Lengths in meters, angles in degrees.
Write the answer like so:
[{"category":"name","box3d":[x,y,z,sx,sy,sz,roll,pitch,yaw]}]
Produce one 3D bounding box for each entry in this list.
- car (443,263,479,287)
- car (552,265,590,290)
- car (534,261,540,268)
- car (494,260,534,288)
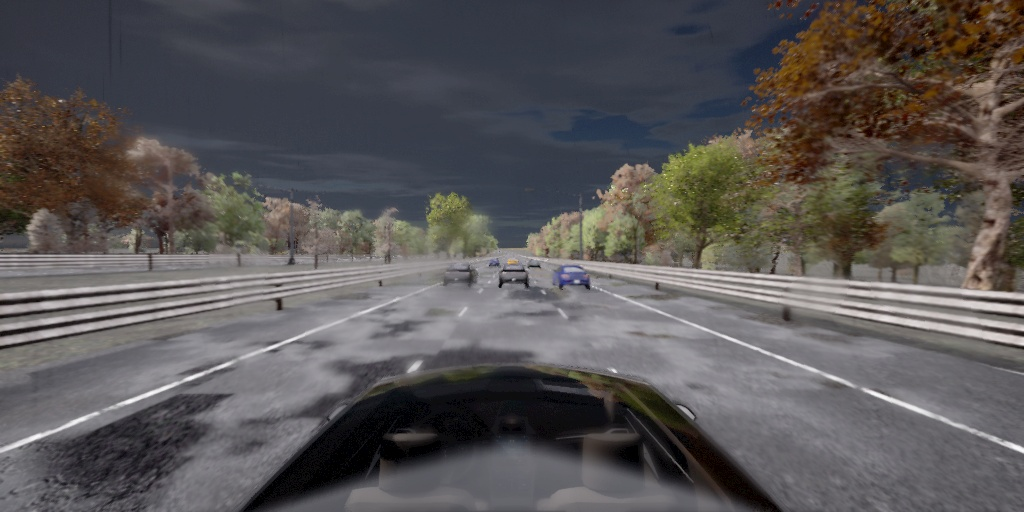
[{"category":"car","box3d":[-3.386,1.235,24.288,2.128,1.511,4.902,0,0,0]},{"category":"car","box3d":[3.613,1.270,22.255,1.812,1.442,4.674,0,0,0]},{"category":"car","box3d":[3.634,1.281,59.756,1.994,1.385,4.181,0,0,0]},{"category":"car","box3d":[0.113,1.235,24.058,2.128,1.511,4.902,0,0,0]}]
